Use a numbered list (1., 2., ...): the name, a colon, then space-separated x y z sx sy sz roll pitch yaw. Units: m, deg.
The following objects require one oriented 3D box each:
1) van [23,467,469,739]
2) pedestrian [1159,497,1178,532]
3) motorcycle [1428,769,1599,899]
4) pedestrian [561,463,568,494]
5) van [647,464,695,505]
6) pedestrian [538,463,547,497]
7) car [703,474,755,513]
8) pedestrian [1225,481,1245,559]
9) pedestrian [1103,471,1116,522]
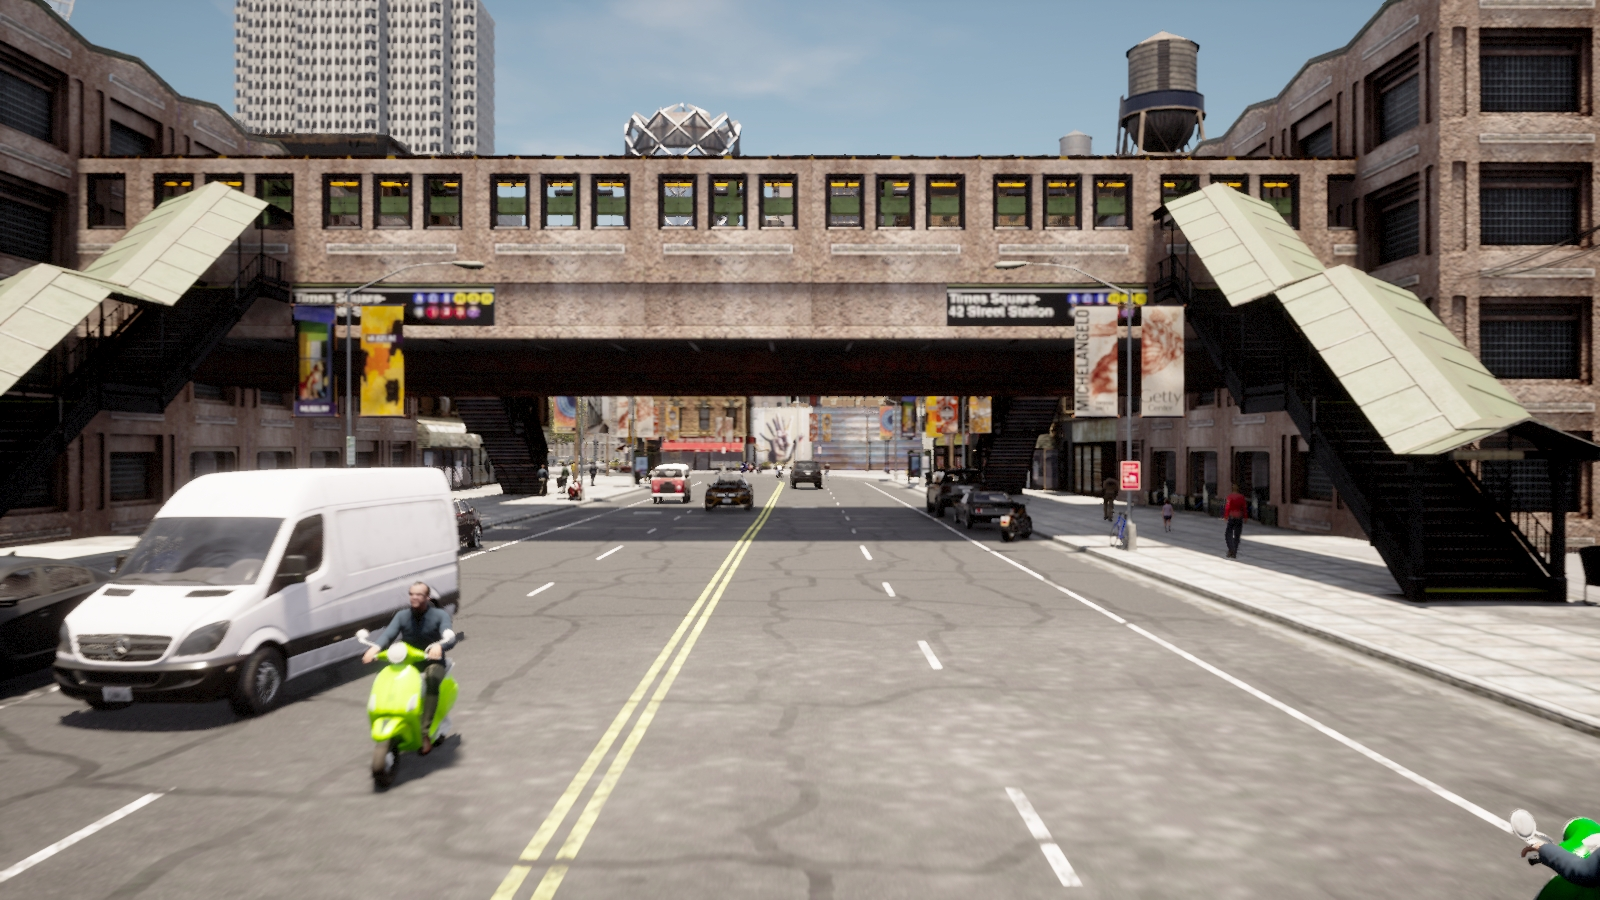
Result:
1. van: -6.332 1.534 14.173 1.988 2.561 5.915 0 0 8
2. pedestrian: 11.862 2.077 36.786 0.500 1.100 0.500 0 0 8
3. motorcycle: 3.506 2.182 4.704 0.856 1.236 1.805 0 0 0
4. pedestrian: -14.160 1.696 68.816 0.375 1.860 0.375 0 0 -5
5. van: -6.776 1.782 60.472 2.069 2.038 4.480 0 0 0
6. pedestrian: -14.571 1.696 64.689 0.375 1.860 0.375 0 0 9
7. car: -3.284 1.992 53.889 2.152 1.651 5.027 0 0 0
8. pedestrian: 10.521 1.697 27.620 0.375 1.860 0.375 0 0 6
9. pedestrian: 11.360 1.697 41.937 0.375 1.860 0.375 0 0 5
